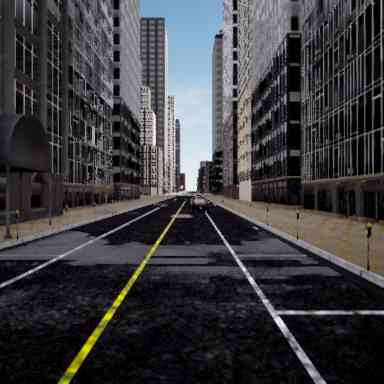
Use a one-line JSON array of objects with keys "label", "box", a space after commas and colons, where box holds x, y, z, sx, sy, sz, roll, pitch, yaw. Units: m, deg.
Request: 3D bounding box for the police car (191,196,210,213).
[{"label": "police car", "box": [0.900, 1.418, 35.969, 1.930, 1.638, 5.238, 0, 0, 0]}]

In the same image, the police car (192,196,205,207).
[{"label": "police car", "box": [0.900, 1.419, 51.968, 1.930, 1.638, 5.238, 0, 0, 0]}]

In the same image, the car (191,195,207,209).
[{"label": "car", "box": [0.898, 1.337, 45.828, 2.097, 1.767, 4.553, 0, 0, 0]}]
